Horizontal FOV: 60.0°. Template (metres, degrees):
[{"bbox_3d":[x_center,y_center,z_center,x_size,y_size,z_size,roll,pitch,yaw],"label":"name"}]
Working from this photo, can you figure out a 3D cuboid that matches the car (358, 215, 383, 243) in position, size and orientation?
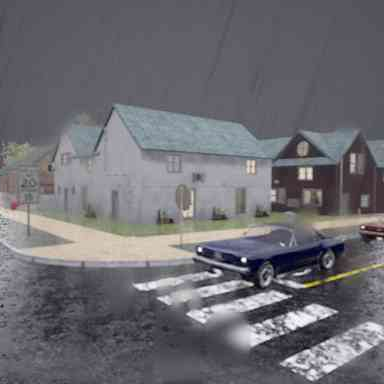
[{"bbox_3d":[9.437,1.627,14.971,4.718,1.301,1.895,1,2,-38],"label":"car"}]

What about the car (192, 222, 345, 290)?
[{"bbox_3d":[2.281,1.565,9.220,4.718,1.301,1.895,0,2,-41],"label":"car"}]
